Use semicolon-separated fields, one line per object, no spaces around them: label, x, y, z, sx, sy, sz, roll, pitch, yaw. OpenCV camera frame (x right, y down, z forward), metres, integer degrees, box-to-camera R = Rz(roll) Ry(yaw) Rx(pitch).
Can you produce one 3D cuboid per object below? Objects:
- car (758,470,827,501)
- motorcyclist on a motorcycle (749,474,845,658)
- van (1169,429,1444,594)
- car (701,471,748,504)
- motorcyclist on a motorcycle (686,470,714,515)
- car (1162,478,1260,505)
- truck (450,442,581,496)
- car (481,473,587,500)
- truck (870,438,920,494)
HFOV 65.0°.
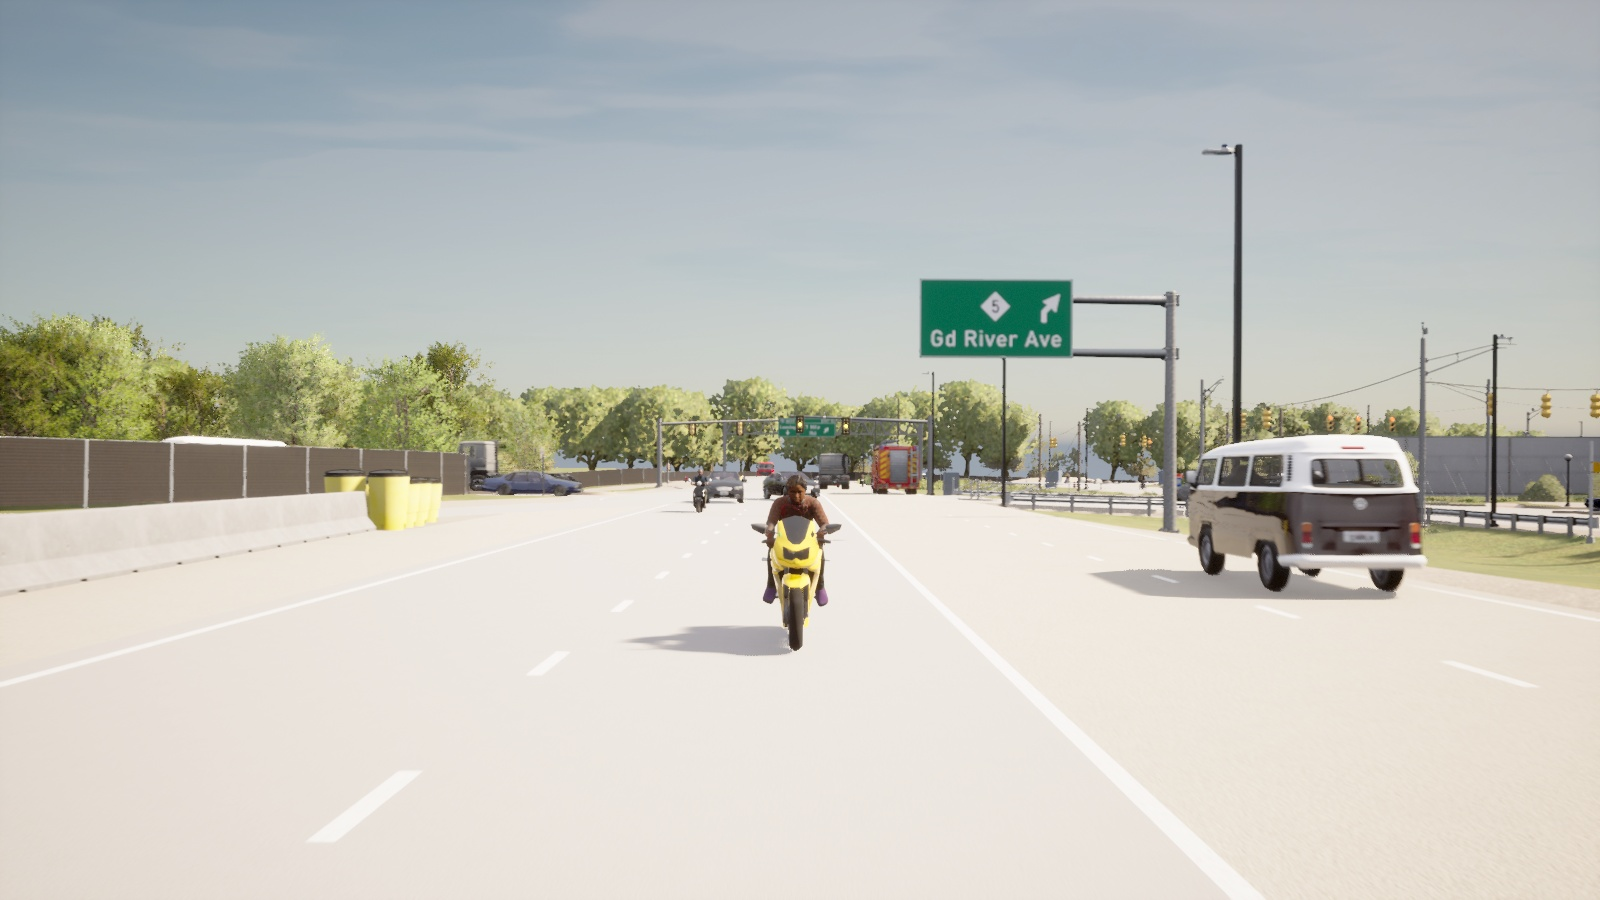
car;-0.445;1.815;65.066;2.128;1.511;4.902;0;-1;-20
motorcyclist on a motorcycle;-0.027;0.984;11.484;0.797;1.523;2.044;0;-1;0
van;6.957;0.797;17.851;2.069;2.038;4.480;0;-1;0
car;-3.586;1.740;59.626;2.128;1.511;4.902;0;-1;-3
motorcyclist on a motorcycle;-3.606;1.510;45.532;0.866;1.590;1.817;0;-1;0
car;23.623;2.381;72.246;4.902;1.511;2.128;0;-1;-2
truck;-18.764;1.243;83.189;7.936;3.462;2.891;1;-1;0
car;-14.478;1.970;68.514;5.357;1.411;2.033;0;0;0
truck;6.787;1.207;90.932;2.891;3.827;8.468;0;-1;0
